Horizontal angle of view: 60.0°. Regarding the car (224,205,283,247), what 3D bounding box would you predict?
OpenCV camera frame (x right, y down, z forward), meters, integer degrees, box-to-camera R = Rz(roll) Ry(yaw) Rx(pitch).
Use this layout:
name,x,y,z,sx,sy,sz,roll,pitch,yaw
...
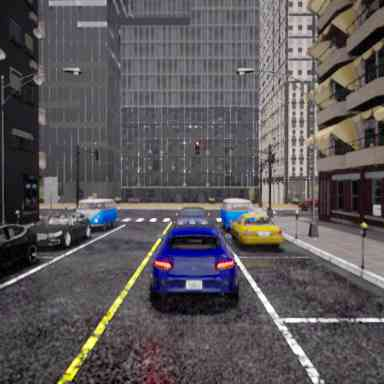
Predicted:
name,x,y,z,sx,sy,sz,roll,pitch,yaw
car,2.668,1.512,14.612,1.752,1.417,4.829,-1,0,0

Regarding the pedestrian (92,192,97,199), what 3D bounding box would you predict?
name,x,y,z,sx,sy,sz,roll,pitch,yaw
pedestrian,-12.428,0.856,42.462,0.375,1.860,0.375,0,1,0

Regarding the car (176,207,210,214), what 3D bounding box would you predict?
name,x,y,z,sx,sy,sz,roll,pitch,yaw
car,0.045,1.530,18.587,2.033,1.411,5.357,0,0,1

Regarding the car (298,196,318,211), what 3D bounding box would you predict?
name,x,y,z,sx,sy,sz,roll,pitch,yaw
car,15.206,1.310,39.384,5.009,1.841,2.192,0,1,0

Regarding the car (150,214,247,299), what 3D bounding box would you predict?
name,x,y,z,sx,sy,sz,roll,pitch,yaw
car,0.060,1.518,8.343,1.812,1.442,4.674,0,0,1

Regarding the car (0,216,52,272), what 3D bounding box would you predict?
name,x,y,z,sx,sy,sz,roll,pitch,yaw
car,-5.707,1.557,8.861,1.947,1.339,4.313,-1,0,0

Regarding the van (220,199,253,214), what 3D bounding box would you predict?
name,x,y,z,sx,sy,sz,roll,pitch,yaw
van,2.661,1.323,20.044,1.690,1.788,3.998,-1,0,0

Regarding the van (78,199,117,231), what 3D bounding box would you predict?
name,x,y,z,sx,sy,sz,roll,pitch,yaw
van,-5.720,1.323,20.066,1.690,1.788,3.998,-1,0,0

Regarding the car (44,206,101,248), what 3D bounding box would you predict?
name,x,y,z,sx,sy,sz,roll,pitch,yaw
car,-5.712,1.537,14.464,2.008,1.369,4.403,-1,0,0
